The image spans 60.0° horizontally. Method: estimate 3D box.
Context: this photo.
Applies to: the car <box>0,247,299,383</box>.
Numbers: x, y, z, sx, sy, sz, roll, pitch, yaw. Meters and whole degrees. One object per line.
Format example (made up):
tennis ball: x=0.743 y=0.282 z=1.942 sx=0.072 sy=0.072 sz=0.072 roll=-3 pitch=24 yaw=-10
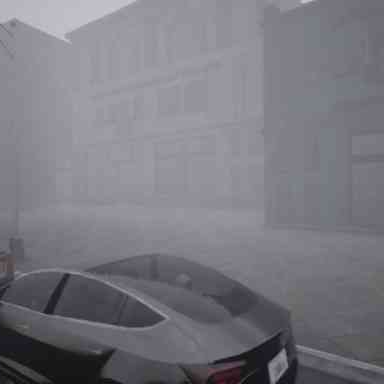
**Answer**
car: x=-1.184 y=1.510 z=4.151 sx=4.792 sy=1.488 sz=2.163 roll=0 pitch=0 yaw=35
